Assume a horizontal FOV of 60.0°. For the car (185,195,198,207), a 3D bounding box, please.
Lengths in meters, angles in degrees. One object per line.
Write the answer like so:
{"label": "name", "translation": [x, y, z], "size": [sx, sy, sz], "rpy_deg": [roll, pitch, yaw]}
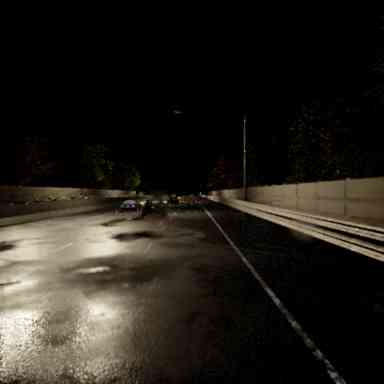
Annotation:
{"label": "car", "translation": [-0.017, 1.445, 49.183], "size": [1.895, 1.301, 4.718], "rpy_deg": [0, 0, 0]}

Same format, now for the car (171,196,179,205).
{"label": "car", "translation": [-3.421, 1.546, 60.921], "size": [1.882, 1.535, 5.008], "rpy_deg": [0, 0, 0]}

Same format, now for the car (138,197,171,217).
{"label": "car", "translation": [-3.410, 1.370, 31.176], "size": [2.097, 1.767, 4.553], "rpy_deg": [0, 0, 0]}

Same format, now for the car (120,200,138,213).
{"label": "car", "translation": [-6.913, 1.573, 38.164], "size": [2.033, 1.411, 5.357], "rpy_deg": [0, 0, 0]}
